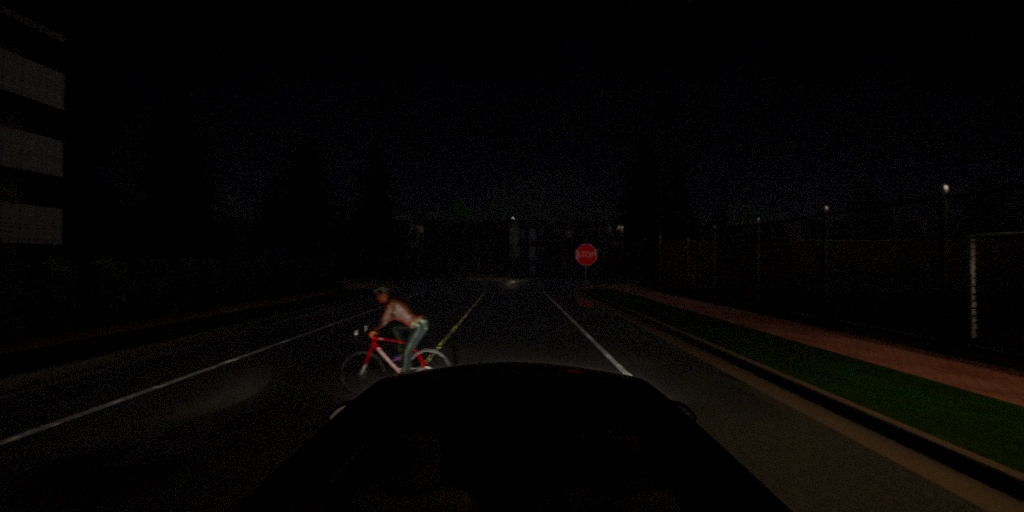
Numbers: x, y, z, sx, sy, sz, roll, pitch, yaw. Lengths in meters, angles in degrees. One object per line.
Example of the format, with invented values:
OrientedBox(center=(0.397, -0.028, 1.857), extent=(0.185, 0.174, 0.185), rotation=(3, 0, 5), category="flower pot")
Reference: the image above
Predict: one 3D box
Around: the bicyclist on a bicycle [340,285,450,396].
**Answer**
OrientedBox(center=(-1.711, 1.243, 5.235), extent=(1.656, 1.620, 0.582), rotation=(-1, -1, 0), category="bicyclist on a bicycle")
